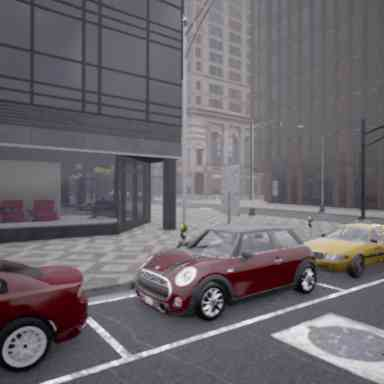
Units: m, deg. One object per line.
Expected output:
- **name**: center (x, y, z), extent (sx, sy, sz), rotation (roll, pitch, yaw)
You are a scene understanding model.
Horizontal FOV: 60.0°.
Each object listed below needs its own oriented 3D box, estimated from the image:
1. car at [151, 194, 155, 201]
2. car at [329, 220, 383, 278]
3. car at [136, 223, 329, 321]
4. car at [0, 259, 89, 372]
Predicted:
- **car**: center (-7.698, 0.738, 53.710), extent (1.812, 1.442, 4.674), rotation (0, 1, -35)
- **car**: center (5.141, 1.574, 10.311), extent (4.829, 1.417, 1.752), rotation (0, 0, -35)
- **car**: center (0.836, 1.463, 7.243), extent (4.097, 1.590, 1.967), rotation (0, 0, -35)
- **car**: center (-3.608, 1.541, 4.076), extent (4.507, 1.381, 1.887), rotation (0, 0, -35)
